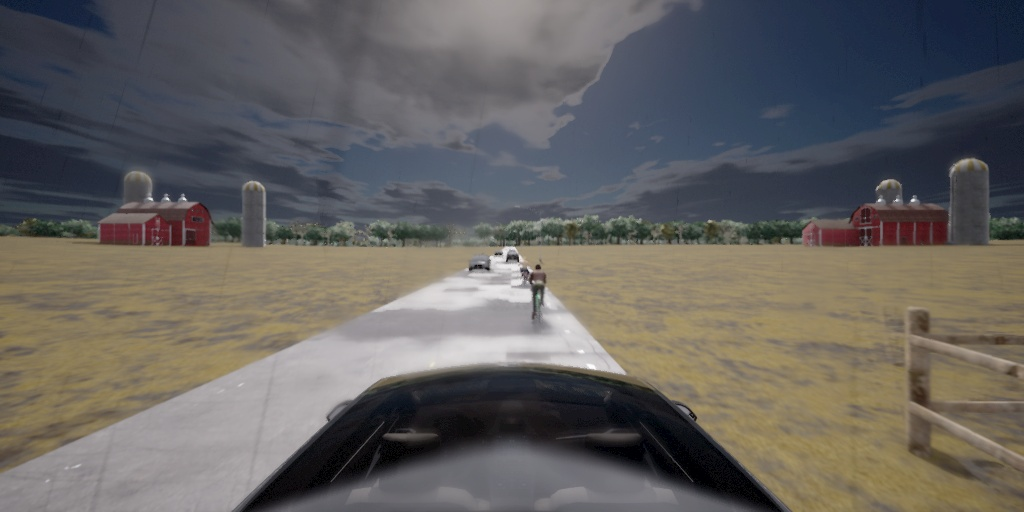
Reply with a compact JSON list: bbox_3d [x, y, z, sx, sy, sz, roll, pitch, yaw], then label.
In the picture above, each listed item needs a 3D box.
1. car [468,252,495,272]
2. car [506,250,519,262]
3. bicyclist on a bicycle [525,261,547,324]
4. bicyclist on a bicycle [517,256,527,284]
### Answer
[{"bbox_3d":[-2.831,0.636,32.603,1.837,1.490,4.892,0,1,0],"label":"car"},{"bbox_3d":[0.099,0.031,53.918,1.882,1.535,5.008,0,2,0],"label":"car"},{"bbox_3d":[0.758,1.059,10.302,0.582,1.620,1.656,0,1,0],"label":"bicyclist on a bicycle"},{"bbox_3d":[0.739,0.830,21.085,0.866,1.612,1.509,0,1,0],"label":"bicyclist on a bicycle"}]
